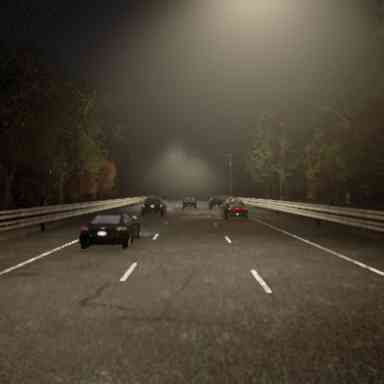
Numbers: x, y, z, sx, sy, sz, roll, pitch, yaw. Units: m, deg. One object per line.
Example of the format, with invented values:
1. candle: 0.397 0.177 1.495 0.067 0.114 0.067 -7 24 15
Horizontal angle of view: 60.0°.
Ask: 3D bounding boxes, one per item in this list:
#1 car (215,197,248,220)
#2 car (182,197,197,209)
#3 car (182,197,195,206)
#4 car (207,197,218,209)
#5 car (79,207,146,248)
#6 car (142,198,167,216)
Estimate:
1. car: 3.432 1.474 27.674 2.128 1.511 4.902 0 0 -1
2. car: -0.314 1.460 45.019 2.128 1.511 4.902 0 0 -1
3. car: -0.595 1.526 54.682 1.994 1.385 4.181 0 0 -1
4. car: 3.158 1.475 44.757 1.837 1.490 4.892 0 0 -1
5. car: -3.454 1.557 14.731 1.994 1.385 4.181 0 0 0
6. car: -3.620 1.332 32.364 2.097 1.767 4.553 0 0 -1
